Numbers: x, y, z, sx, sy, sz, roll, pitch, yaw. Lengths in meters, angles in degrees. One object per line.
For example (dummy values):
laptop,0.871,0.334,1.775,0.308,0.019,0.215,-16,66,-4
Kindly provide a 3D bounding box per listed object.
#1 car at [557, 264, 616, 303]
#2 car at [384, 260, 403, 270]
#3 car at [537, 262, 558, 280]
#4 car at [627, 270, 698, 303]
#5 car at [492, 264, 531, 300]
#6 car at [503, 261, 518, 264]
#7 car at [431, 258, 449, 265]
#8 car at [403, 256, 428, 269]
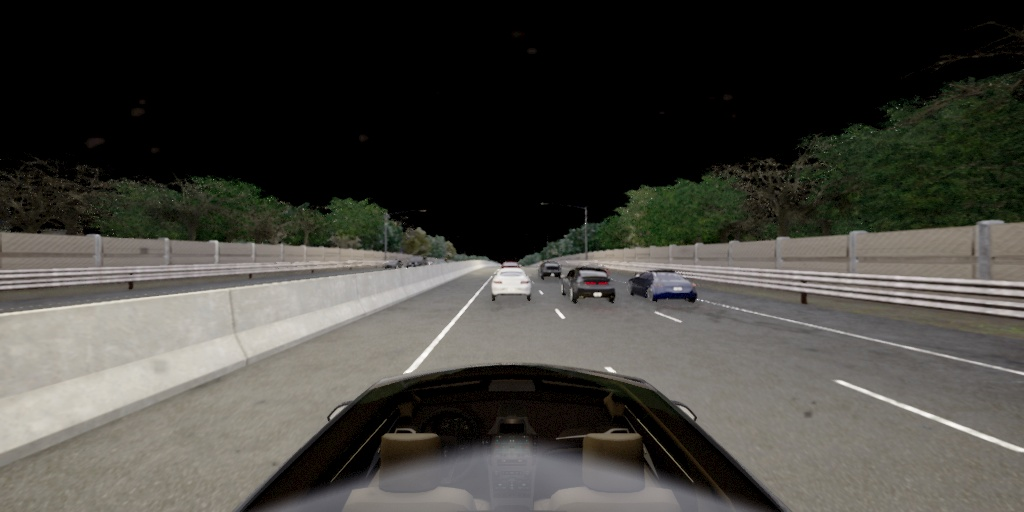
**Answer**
car,3.469,1.291,16.940,1.837,1.490,4.892,0,0,0
car,-17.935,1.312,54.805,1.837,1.490,4.892,0,-1,0
car,3.364,1.284,31.990,1.837,1.490,4.892,0,1,0
car,6.969,1.347,17.069,1.994,1.385,4.181,0,0,0
car,-0.032,1.311,17.907,1.812,1.442,4.674,0,0,0
car,-0.141,1.254,33.549,1.882,1.535,5.008,0,0,0
car,-10.941,1.157,54.831,2.097,1.767,4.553,0,0,0
car,-14.436,1.030,54.980,2.150,2.045,5.566,0,-1,0
